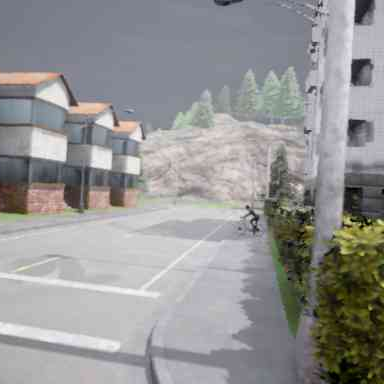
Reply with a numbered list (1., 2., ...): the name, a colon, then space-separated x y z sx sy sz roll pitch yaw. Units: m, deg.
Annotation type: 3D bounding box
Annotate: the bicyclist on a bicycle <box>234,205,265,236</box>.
1. bicyclist on a bicycle: 3.083 1.540 17.788 1.656 1.620 0.582 3 0 11
